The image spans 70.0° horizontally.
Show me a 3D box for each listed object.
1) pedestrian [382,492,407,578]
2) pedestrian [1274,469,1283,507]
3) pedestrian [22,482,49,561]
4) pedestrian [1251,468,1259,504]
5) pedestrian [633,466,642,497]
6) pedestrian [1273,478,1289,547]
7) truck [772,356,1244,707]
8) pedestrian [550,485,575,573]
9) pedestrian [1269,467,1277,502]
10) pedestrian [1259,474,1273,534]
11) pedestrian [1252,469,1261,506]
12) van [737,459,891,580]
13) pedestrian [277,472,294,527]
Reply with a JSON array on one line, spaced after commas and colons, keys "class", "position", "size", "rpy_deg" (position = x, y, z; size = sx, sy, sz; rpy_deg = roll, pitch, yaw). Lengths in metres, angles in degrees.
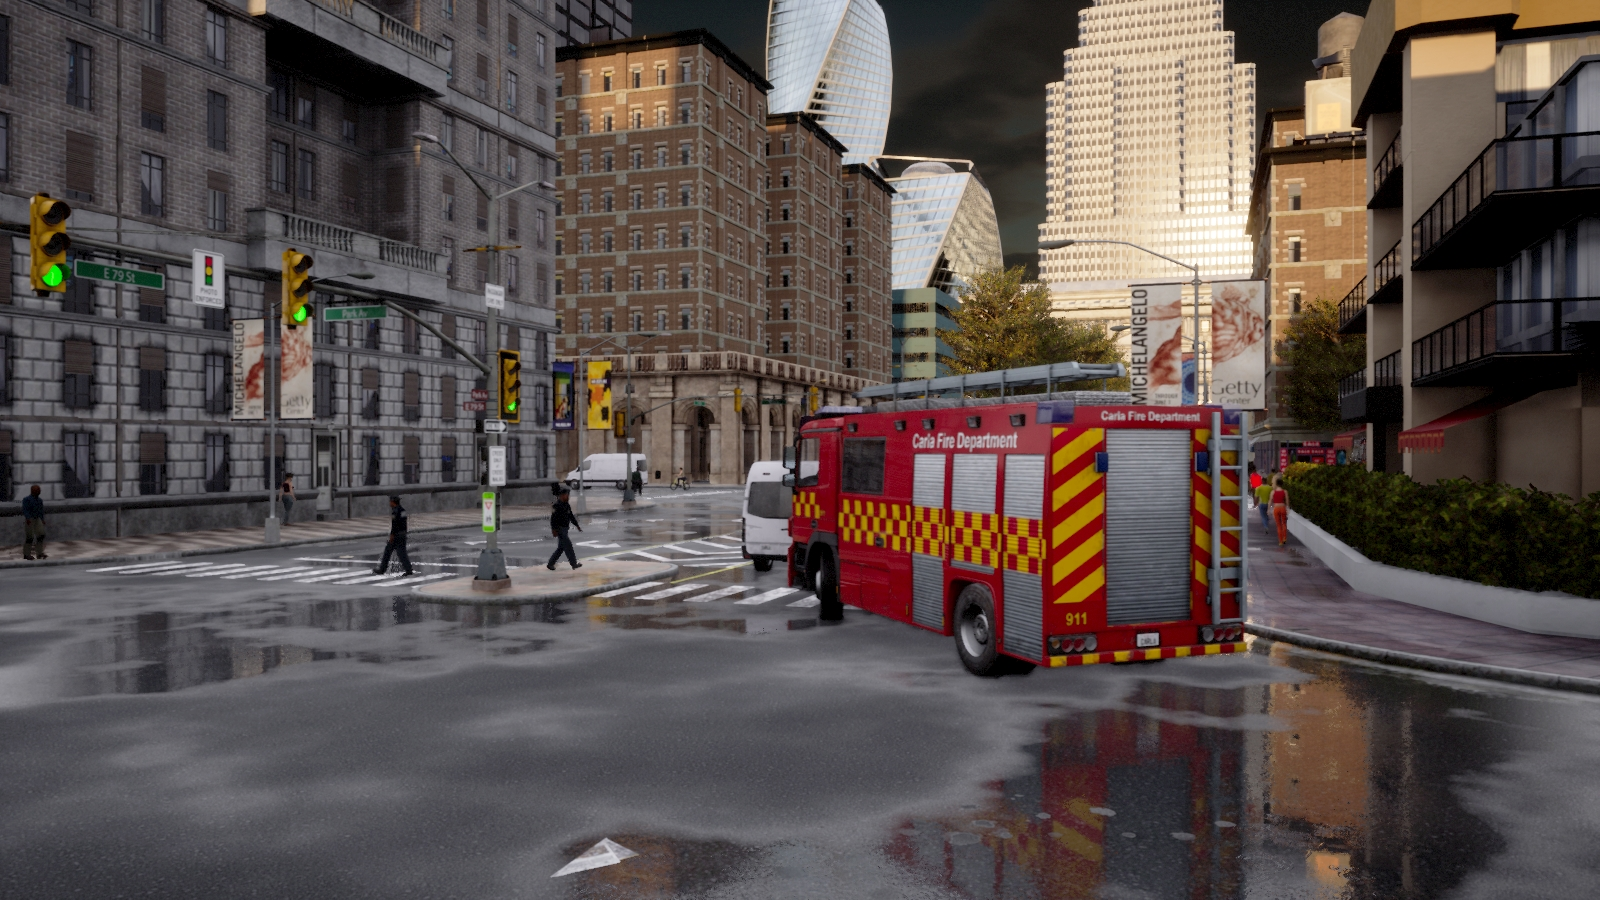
[{"class": "pedestrian", "position": [-8.878, 1.849, 25.026], "size": [0.375, 1.860, 0.375], "rpy_deg": [0, 0, 17]}, {"class": "pedestrian", "position": [23.598, 1.848, 56.326], "size": [0.375, 1.860, 0.375], "rpy_deg": [0, 0, 27]}, {"class": "pedestrian", "position": [-18.237, 1.707, 27.248], "size": [0.375, 1.860, 0.375], "rpy_deg": [0, 0, 14]}, {"class": "pedestrian", "position": [23.326, 1.849, 58.580], "size": [0.375, 1.860, 0.375], "rpy_deg": [0, 0, 16]}, {"class": "pedestrian", "position": [-9.571, 1.848, 67.333], "size": [0.375, 1.860, 0.375], "rpy_deg": [0, 0, 21]}, {"class": "pedestrian", "position": [13.197, 1.698, 31.344], "size": [0.375, 1.860, 0.375], "rpy_deg": [0, 0, 20]}, {"class": "truck", "position": [2.381, 0.891, 16.947], "size": [2.891, 3.827, 8.468], "rpy_deg": [0, 0, -21]}, {"class": "pedestrian", "position": [-5.161, 1.704, 24.807], "size": [0.375, 1.860, 0.375], "rpy_deg": [0, 0, 28]}, {"class": "pedestrian", "position": [25.441, 1.849, 61.507], "size": [0.375, 1.860, 0.375], "rpy_deg": [0, 0, 18]}, {"class": "pedestrian", "position": [14.699, 1.696, 36.076], "size": [0.375, 1.860, 0.375], "rpy_deg": [0, 0, 16]}, {"class": "pedestrian", "position": [22.547, 1.849, 56.435], "size": [0.375, 1.860, 0.375], "rpy_deg": [0, 0, 16]}, {"class": "van", "position": [0.505, 1.534, 27.886], "size": [1.988, 2.561, 5.915], "rpy_deg": [0, 0, 19]}, {"class": "pedestrian", "position": [-17.728, 1.696, 39.385], "size": [0.375, 1.860, 0.375], "rpy_deg": [0, 0, 20]}]
